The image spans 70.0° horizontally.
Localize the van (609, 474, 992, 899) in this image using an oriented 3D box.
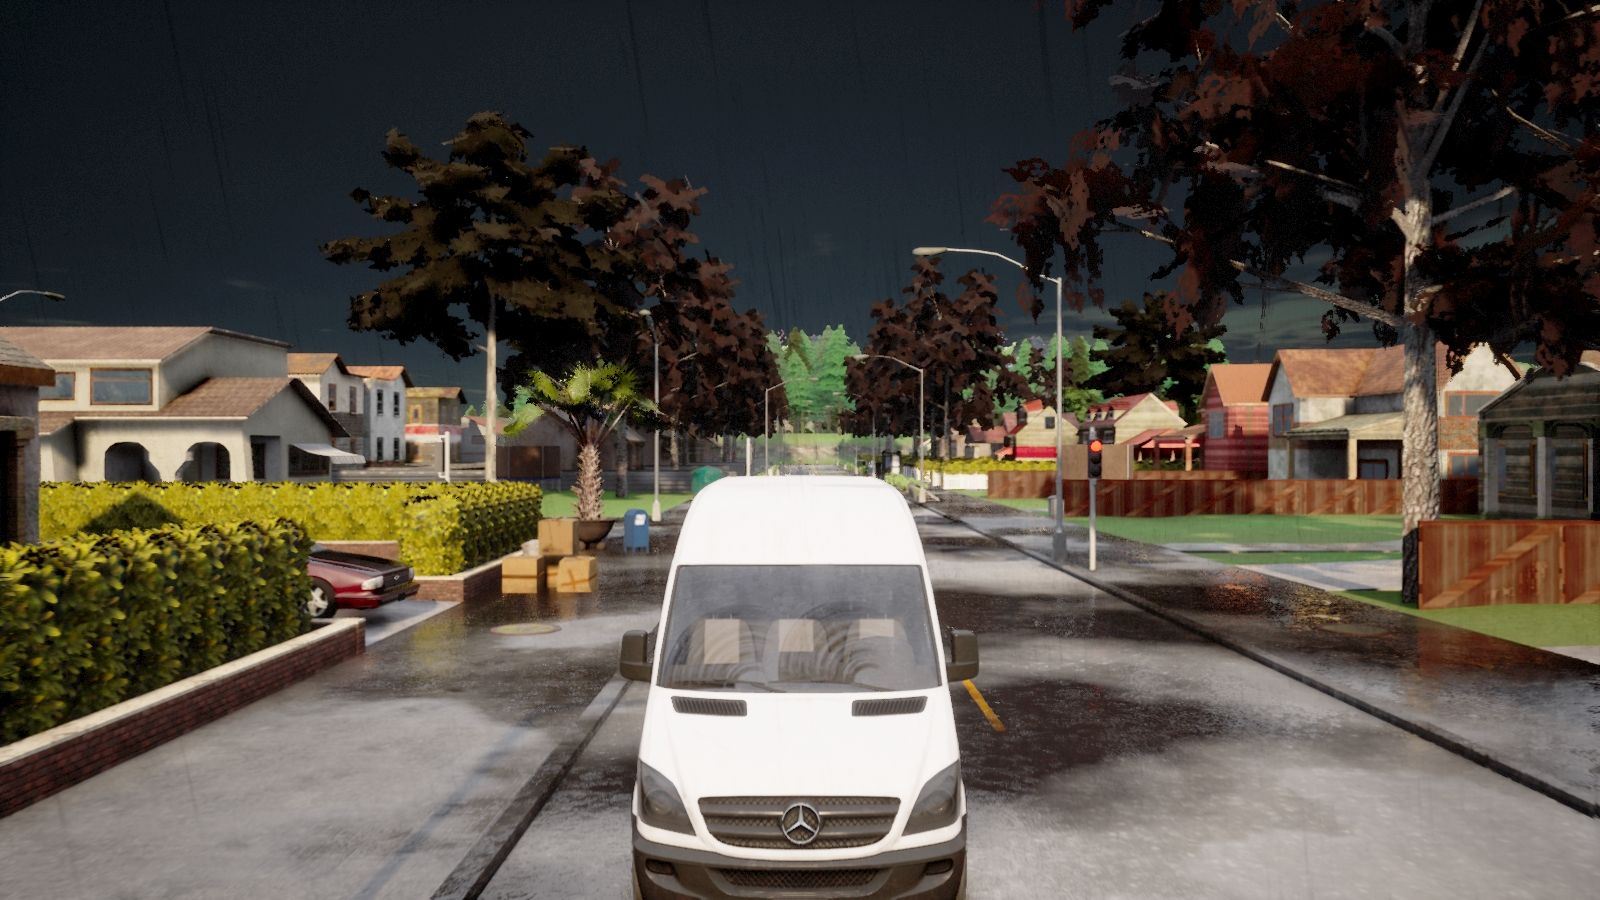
[{"bbox_3d":[0.002,1.534,8.892,1.988,2.561,5.915,0,0,0],"label":"van"}]
